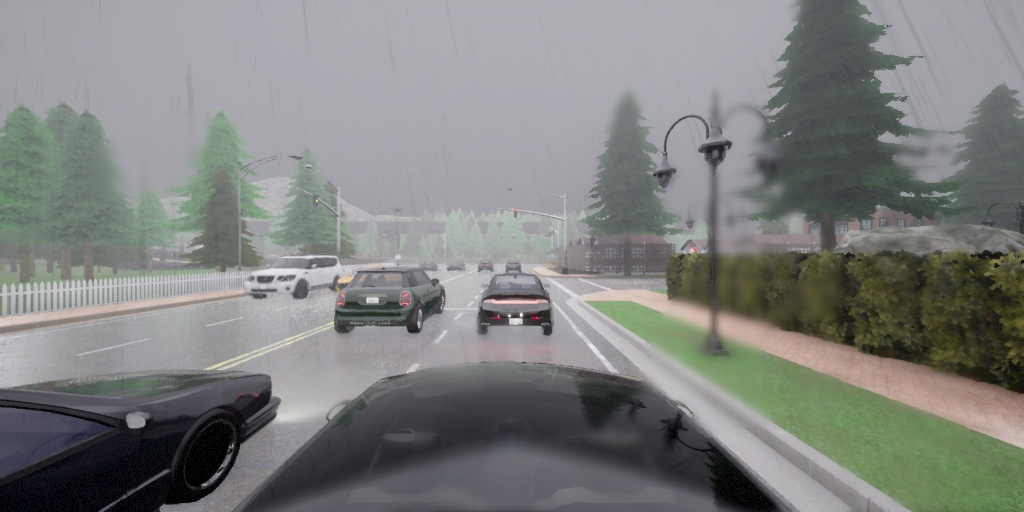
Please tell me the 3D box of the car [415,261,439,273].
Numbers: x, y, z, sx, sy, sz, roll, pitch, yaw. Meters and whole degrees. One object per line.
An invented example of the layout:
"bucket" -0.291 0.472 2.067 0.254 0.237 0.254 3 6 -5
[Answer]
"car" -10.481 1.314 44.497 1.994 1.385 4.181 0 0 0

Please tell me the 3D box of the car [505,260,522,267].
"car" 0.190 1.241 45.876 2.128 1.511 4.902 0 0 0

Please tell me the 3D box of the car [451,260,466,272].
"car" -6.977 1.256 45.023 1.837 1.490 4.892 0 0 0

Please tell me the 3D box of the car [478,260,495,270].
"car" -3.308 1.255 46.003 1.837 1.490 4.892 0 0 0

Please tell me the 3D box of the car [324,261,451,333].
"car" -3.395 1.102 10.876 2.097 1.767 4.553 0 0 0

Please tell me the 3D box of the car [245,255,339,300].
"car" -10.566 0.971 18.013 2.150 2.045 5.566 0 0 0

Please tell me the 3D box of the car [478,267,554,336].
"car" 0.101 1.242 10.394 2.128 1.511 4.902 0 0 0

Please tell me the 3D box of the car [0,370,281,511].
"car" -3.403 1.297 1.350 2.033 1.411 5.357 0 0 0
